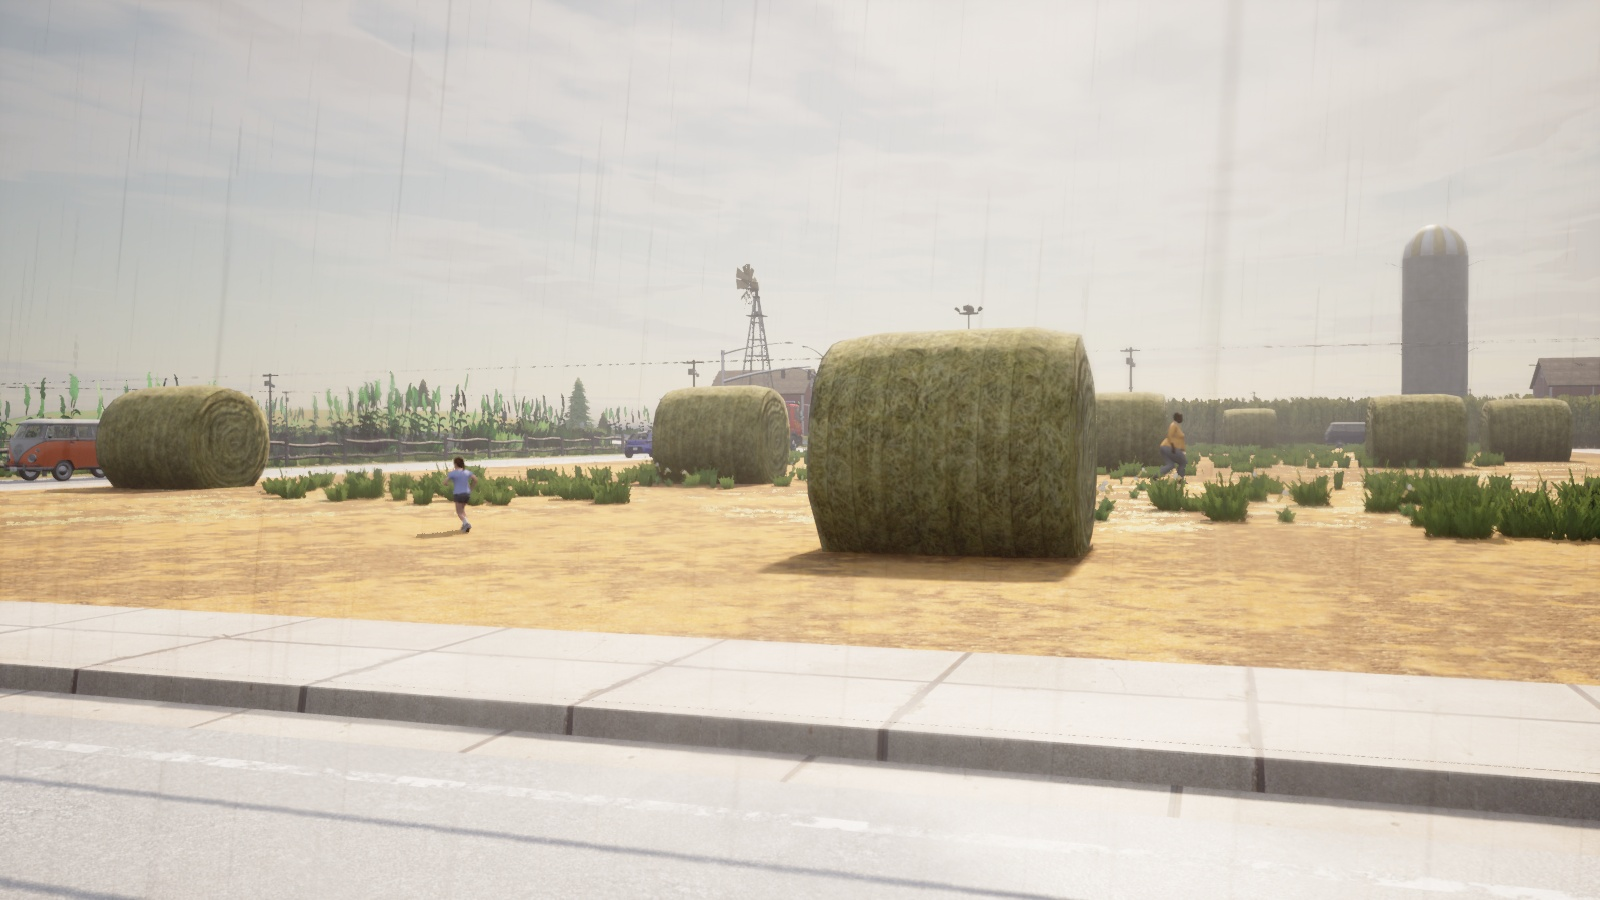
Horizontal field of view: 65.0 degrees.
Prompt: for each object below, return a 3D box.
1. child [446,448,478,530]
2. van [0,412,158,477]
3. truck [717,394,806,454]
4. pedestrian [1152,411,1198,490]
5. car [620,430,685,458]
[{"bbox_3d":[-4.685,0.536,17.401,0.394,1.110,0.255,1,1,44],"label":"child"},{"bbox_3d":[-23.552,-0.202,41.124,1.775,1.987,4.442,1,1,21],"label":"van"},{"bbox_3d":[-2.522,-1.747,85.215,2.891,3.827,8.468,1,1,22],"label":"truck"},{"bbox_3d":[9.018,0.001,30.262,0.900,1.855,0.874,0,1,6],"label":"pedestrian"},{"bbox_3d":[-8.255,-0.356,70.618,1.816,1.474,4.193,1,1,21],"label":"car"}]
